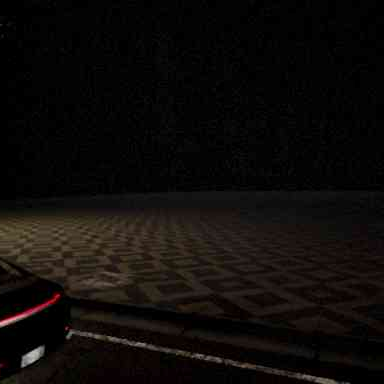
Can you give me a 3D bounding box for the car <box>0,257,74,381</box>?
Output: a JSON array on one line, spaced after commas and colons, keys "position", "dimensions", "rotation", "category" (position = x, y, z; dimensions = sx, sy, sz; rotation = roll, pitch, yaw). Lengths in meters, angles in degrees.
[{"position": [-3.900, 1.494, 4.369], "dimensions": [4.902, 1.511, 2.128], "rotation": [0, 0, 22], "category": "car"}]
